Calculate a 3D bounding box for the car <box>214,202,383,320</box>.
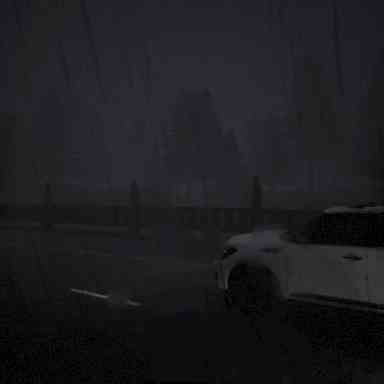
[{"bbox_3d":[3.117,1.206,5.886,5.566,2.045,2.150,0,0,34],"label":"car"}]
